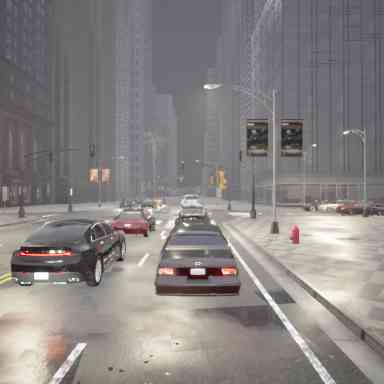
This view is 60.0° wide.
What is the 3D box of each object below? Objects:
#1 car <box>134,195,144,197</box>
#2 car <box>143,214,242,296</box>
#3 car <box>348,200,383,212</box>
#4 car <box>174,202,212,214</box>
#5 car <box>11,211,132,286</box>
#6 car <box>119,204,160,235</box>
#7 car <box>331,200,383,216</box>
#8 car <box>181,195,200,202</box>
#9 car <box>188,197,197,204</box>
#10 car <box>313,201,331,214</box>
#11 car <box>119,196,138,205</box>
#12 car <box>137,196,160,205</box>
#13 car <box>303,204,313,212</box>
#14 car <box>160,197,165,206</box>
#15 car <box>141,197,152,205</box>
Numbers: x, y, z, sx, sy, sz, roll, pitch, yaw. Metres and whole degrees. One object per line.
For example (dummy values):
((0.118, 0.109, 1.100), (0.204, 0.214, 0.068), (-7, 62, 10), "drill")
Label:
((-9.778, 1.522, 60.783), (2.150, 2.045, 5.566), (0, 0, 0), "car")
((0.112, 1.557, 8.796), (2.033, 1.411, 5.357), (0, 0, 0), "car")
((20.850, 1.644, 38.863), (4.313, 1.339, 1.947), (0, 0, -1), "car")
((0.059, 1.543, 18.534), (1.837, 1.490, 4.892), (0, 0, 1), "car")
((-3.144, 1.516, 9.381), (1.837, 1.490, 4.892), (0, 0, 0), "car")
((-3.138, 1.601, 18.282), (1.994, 1.385, 4.181), (0, 0, 0), "car")
((15.335, 1.577, 30.256), (4.206, 1.307, 1.802), (0, 0, -1), "car")
((-0.152, 1.409, 44.449), (2.150, 2.045, 5.566), (-1, 0, -4), "car")
((0.049, 1.890, 74.780), (1.882, 1.535, 5.008), (0, 0, 0), "car")
((16.073, 1.587, 36.034), (4.674, 1.442, 1.812), (0, -1, -1), "car")
((-9.842, 1.735, 50.763), (1.837, 1.490, 4.892), (0, 0, -2), "car")
((-6.562, 1.778, 50.875), (2.033, 1.411, 5.357), (0, 0, 0), "car")
((15.210, 1.663, 38.779), (4.313, 1.339, 1.947), (0, 0, -1), "car")
((-6.531, 1.648, 60.157), (2.097, 1.767, 4.553), (0, 0, 0), "car")
((-9.704, 1.906, 71.129), (1.812, 1.442, 4.674), (0, 0, 0), "car")
